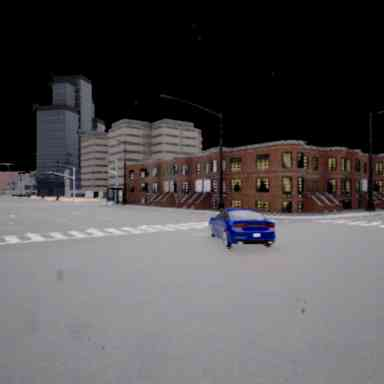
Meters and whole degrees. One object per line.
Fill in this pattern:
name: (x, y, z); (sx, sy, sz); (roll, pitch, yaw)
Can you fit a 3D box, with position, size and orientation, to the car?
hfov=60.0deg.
car: (2.047, 1.458, 14.839); (1.882, 1.535, 5.008); (1, 0, -8)
